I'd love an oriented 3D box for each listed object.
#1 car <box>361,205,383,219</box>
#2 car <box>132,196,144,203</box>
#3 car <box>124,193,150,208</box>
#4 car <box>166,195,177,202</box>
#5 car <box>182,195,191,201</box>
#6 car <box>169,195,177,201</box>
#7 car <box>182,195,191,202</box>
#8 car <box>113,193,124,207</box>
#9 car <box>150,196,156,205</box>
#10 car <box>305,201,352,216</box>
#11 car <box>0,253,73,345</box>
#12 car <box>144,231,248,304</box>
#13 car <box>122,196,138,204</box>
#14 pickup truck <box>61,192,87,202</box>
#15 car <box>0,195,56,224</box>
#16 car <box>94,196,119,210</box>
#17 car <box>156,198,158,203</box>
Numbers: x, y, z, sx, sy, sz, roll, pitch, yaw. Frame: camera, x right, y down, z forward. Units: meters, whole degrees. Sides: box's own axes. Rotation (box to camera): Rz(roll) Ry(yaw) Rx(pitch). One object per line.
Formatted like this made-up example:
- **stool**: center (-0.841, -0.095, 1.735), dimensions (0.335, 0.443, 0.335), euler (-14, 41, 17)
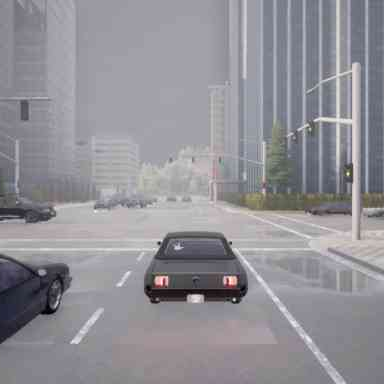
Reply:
- **car**: center (16.944, 1.598, 28.013), dimensions (4.718, 1.301, 1.895), euler (0, 0, 0)
- **car**: center (-11.683, 1.540, 72.544), dimensions (1.994, 1.385, 4.181), euler (0, 0, -1)
- **car**: center (-7.912, 1.217, 48.130), dimensions (2.150, 2.045, 5.566), euler (0, 0, -1)
- **car**: center (-4.703, 1.494, 74.499), dimensions (1.837, 1.490, 4.892), euler (0, 0, -1)
- **car**: center (-1.369, 1.533, 84.735), dimensions (2.033, 1.411, 5.357), euler (0, 0, -1)
- **car**: center (-4.868, 1.517, 84.667), dimensions (1.812, 1.442, 4.674), euler (0, 0, -1)
- **car**: center (-1.213, 1.547, 74.960), dimensions (1.994, 1.385, 4.181), euler (0, 0, -1)
- **car**: center (-11.468, 1.217, 52.616), dimensions (2.150, 2.045, 5.566), euler (0, 0, -1)
- **car**: center (-8.040, 1.347, 57.880), dimensions (2.097, 1.767, 4.553), euler (0, 0, -1)
- **car**: center (13.590, 1.545, 31.520), dimensions (5.357, 1.411, 2.033), euler (0, 0, -3)
- **car**: center (-3.435, 1.547, 4.519), dimensions (2.033, 1.411, 5.357), euler (0, 0, 0)
- **car**: center (0.068, 1.600, 8.115), dimensions (1.895, 1.301, 4.718), euler (0, 0, 0)
- **car**: center (-11.586, 1.486, 62.564), dimensions (2.128, 1.511, 4.902), euler (0, 0, -1)
- **pickup truck**: center (-24.755, 1.053, 69.176), dimensions (2.390, 2.098, 6.274), euler (0, 0, 30)
- **car**: center (-12.846, 1.221, 24.050), dimensions (5.566, 2.045, 2.150), euler (0, 0, 0)
- **car**: center (-11.333, 1.560, 43.283), dimensions (1.994, 1.385, 4.181), euler (0, 0, -1)
- **car**: center (-8.115, 1.558, 67.926), dimensions (1.994, 1.385, 4.181), euler (0, 0, 0)
